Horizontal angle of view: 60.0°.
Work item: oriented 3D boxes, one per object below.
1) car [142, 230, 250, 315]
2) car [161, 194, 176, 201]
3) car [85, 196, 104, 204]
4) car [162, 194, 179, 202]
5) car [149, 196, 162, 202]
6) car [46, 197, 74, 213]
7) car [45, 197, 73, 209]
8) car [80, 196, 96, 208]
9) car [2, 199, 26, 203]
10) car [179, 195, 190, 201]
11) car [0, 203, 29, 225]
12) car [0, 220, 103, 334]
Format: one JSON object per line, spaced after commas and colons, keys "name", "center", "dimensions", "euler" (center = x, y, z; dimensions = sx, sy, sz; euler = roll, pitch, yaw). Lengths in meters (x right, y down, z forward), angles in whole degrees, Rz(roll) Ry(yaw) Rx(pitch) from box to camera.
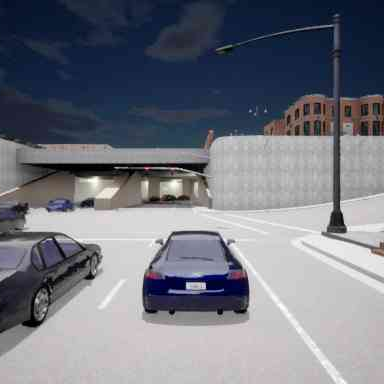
{"name": "car", "center": [0.075, 1.564, 7.653], "dimensions": [1.994, 1.385, 4.181], "euler": [0, 0, 0]}
{"name": "car", "center": [-5.952, 1.355, 84.921], "dimensions": [2.097, 1.767, 4.553], "euler": [0, 0, 24]}
{"name": "car", "center": [-18.747, 1.547, 64.260], "dimensions": [2.033, 1.411, 5.357], "euler": [0, 0, -1]}
{"name": "car", "center": [-4.773, 1.355, 75.163], "dimensions": [2.097, 1.767, 4.553], "euler": [0, 0, 6]}
{"name": "car", "center": [-8.292, 1.540, 74.870], "dimensions": [2.033, 1.411, 5.357], "euler": [0, 0, 6]}
{"name": "car", "center": [-14.571, 1.526, 37.045], "dimensions": [1.812, 1.442, 4.674], "euler": [0, 0, -3]}
{"name": "car", "center": [-18.362, 1.490, 46.187], "dimensions": [2.128, 1.511, 4.902], "euler": [0, 0, -1]}
{"name": "car", "center": [-14.934, 1.547, 49.165], "dimensions": [2.033, 1.411, 5.357], "euler": [0, 0, -1]}
{"name": "car", "center": [-17.674, 1.493, 32.689], "dimensions": [2.128, 1.511, 4.902], "euler": [0, 0, -6]}
{"name": "car", "center": [-2.146, 1.524, 84.959], "dimensions": [1.812, 1.442, 4.674], "euler": [0, 0, 28]}
{"name": "car", "center": [-10.599, 1.548, 17.666], "dimensions": [2.033, 1.411, 5.357], "euler": [0, 0, -5]}
{"name": "car", "center": [-3.426, 1.547, 6.955], "dimensions": [2.033, 1.411, 5.357], "euler": [0, 0, 0]}
